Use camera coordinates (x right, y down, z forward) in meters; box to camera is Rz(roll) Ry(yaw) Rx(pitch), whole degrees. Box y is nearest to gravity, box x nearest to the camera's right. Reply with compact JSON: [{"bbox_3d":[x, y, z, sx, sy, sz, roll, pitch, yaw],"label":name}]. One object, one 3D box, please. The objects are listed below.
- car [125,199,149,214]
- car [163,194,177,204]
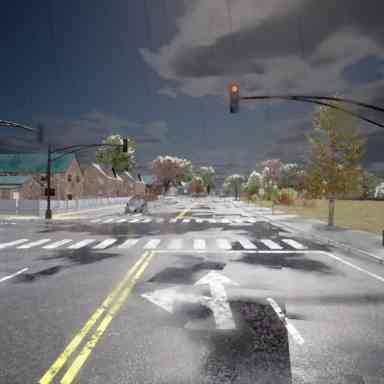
[{"bbox_3d":[-5.848,1.544,35.525,2.128,1.511,4.902,0,0,2],"label":"car"},{"bbox_3d":[-4.266,1.358,65.172,2.150,2.045,5.566,0,0,4],"label":"car"}]
